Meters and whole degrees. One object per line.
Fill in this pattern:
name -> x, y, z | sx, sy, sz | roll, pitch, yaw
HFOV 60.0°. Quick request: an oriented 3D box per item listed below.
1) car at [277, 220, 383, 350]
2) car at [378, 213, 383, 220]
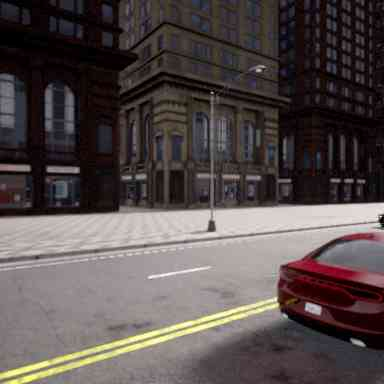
car -> 3.709, 1.481, 6.089 | 5.008, 1.535, 1.882 | 0, 0, -35
car -> 14.146, 1.619, 21.765 | 4.718, 1.301, 1.895 | 0, 0, -35
